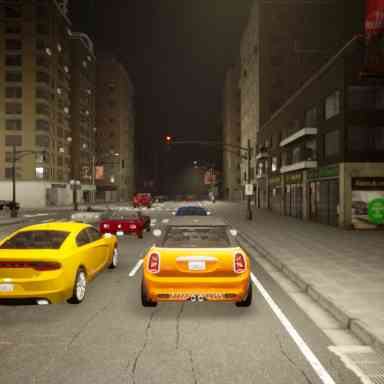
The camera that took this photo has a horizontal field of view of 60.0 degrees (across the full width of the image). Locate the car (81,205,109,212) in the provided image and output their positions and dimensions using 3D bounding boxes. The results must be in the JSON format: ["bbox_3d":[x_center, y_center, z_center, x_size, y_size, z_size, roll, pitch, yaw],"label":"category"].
[{"bbox_3d":[-6.653,1.605,22.797,1.895,1.301,4.718,0,0,0],"label":"car"}]

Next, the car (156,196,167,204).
[{"bbox_3d":[-6.681,1.523,65.624,2.128,1.511,4.902,0,0,0],"label":"car"}]

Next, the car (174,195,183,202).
[{"bbox_3d":[-3.426,1.543,80.347,1.837,1.490,4.892,0,0,0],"label":"car"}]

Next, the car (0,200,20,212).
[{"bbox_3d":[-22.233,1.597,38.484,4.313,1.339,1.947,0,0,0],"label":"car"}]

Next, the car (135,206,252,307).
[{"bbox_3d":[0.082,1.353,8.140,2.097,1.767,4.553,0,0,0],"label":"car"}]

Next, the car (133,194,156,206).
[{"bbox_3d":[-6.694,1.238,45.677,2.150,2.045,5.566,0,0,0],"label":"car"}]

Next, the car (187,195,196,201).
[{"bbox_3d":[-0.177,1.399,80.741,2.097,1.767,4.553,0,0,0],"label":"car"}]

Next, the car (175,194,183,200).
[{"bbox_3d":[-3.450,1.421,90.768,1.882,1.535,5.008,0,0,0],"label":"car"}]

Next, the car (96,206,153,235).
[{"bbox_3d":[-3.288,1.603,17.404,1.895,1.301,4.718,0,0,0],"label":"car"}]

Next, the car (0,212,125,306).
[{"bbox_3d":[-3.167,1.478,8.148,1.882,1.535,5.008,0,0,0],"label":"car"}]
